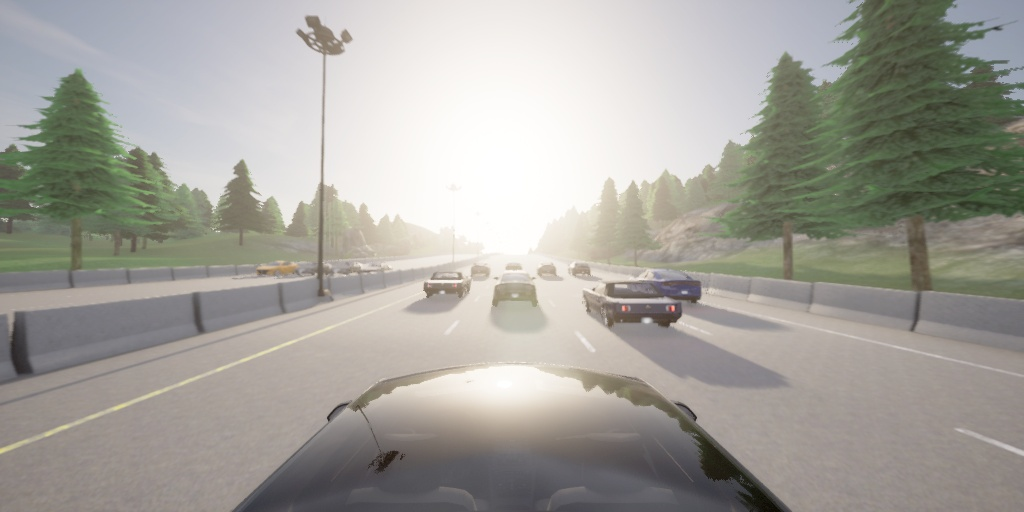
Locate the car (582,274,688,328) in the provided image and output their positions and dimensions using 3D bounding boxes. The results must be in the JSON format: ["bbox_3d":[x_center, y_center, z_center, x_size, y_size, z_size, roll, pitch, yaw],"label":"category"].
[{"bbox_3d":[3.619,1.444,11.802,1.895,1.301,4.718,0,0,0],"label":"car"}]

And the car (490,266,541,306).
[{"bbox_3d":[0.130,1.387,16.472,1.812,1.442,4.674,0,0,0],"label":"car"}]

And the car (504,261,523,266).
[{"bbox_3d":[0.191,1.313,40.034,1.882,1.535,5.008,0,1,0],"label":"car"}]

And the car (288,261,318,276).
[{"bbox_3d":[-20.999,1.304,38.117,2.128,1.511,4.902,0,0,0],"label":"car"}]

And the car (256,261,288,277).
[{"bbox_3d":[-24.502,1.287,37.652,1.882,1.535,5.008,0,0,0],"label":"car"}]

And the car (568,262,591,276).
[{"bbox_3d":[7.187,1.362,38.576,1.837,1.490,4.892,0,1,0],"label":"car"}]

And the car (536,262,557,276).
[{"bbox_3d":[3.688,1.341,38.787,2.128,1.511,4.902,0,0,0],"label":"car"}]

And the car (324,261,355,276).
[{"bbox_3d":[-17.500,1.309,38.132,2.128,1.511,4.902,0,0,0],"label":"car"}]

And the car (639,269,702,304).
[{"bbox_3d":[7.132,1.354,17.275,1.882,1.535,5.008,0,0,0],"label":"car"}]

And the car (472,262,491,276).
[{"bbox_3d":[-3.314,1.332,38.392,2.128,1.511,4.902,0,0,0],"label":"car"}]

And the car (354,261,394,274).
[{"bbox_3d":[-14.008,1.375,37.365,2.033,1.411,5.357,0,0,0],"label":"car"}]

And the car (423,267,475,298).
[{"bbox_3d":[-3.362,1.468,19.576,1.895,1.301,4.718,0,0,0],"label":"car"}]
